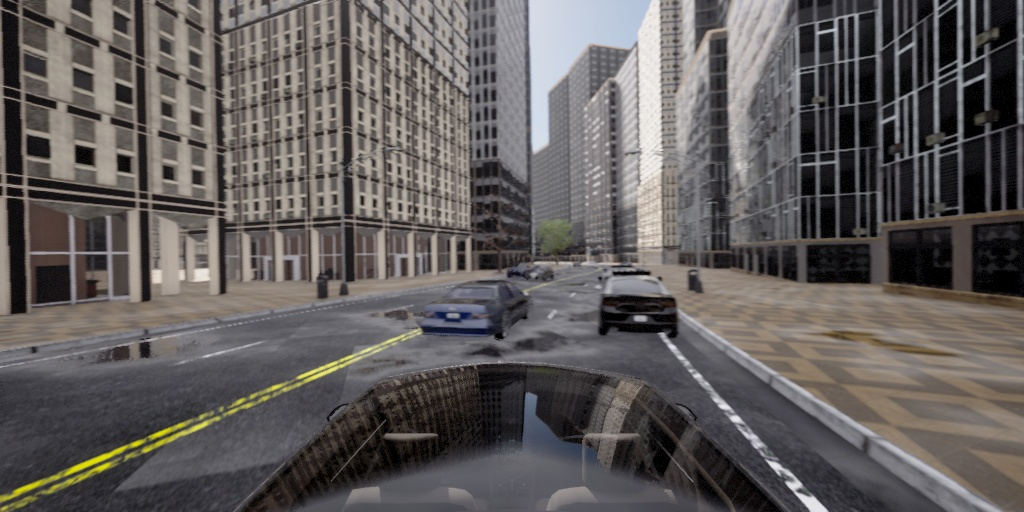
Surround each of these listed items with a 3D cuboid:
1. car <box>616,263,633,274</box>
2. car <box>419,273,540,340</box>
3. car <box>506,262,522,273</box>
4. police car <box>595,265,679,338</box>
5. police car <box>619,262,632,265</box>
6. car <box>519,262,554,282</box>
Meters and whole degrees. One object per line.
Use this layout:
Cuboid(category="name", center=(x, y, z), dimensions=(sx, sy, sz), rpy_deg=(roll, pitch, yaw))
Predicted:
Cuboid(category="car", center=(15.066, 1.622, 47.842), dimensions=(1.812, 1.442, 4.674), rpy_deg=(-1, -1, 22))
Cuboid(category="car", center=(-0.712, 1.405, 10.475), dimensions=(2.033, 1.411, 5.357), rpy_deg=(-1, -1, 14))
Cuboid(category="car", center=(0.998, 1.487, 38.706), dimensions=(2.097, 1.767, 4.553), rpy_deg=(-1, -1, 20))
Cuboid(category="police car", center=(3.533, 1.237, 10.649), dimensions=(1.930, 1.638, 5.238), rpy_deg=(-1, -1, 14))
Cuboid(category="police car", center=(6.106, 1.316, 20.056), dimensions=(1.930, 1.638, 5.238), rpy_deg=(-1, -1, 16))
Cuboid(category="car", center=(2.696, 1.562, 33.838), dimensions=(2.128, 1.511, 4.902), rpy_deg=(-1, -1, 19))
